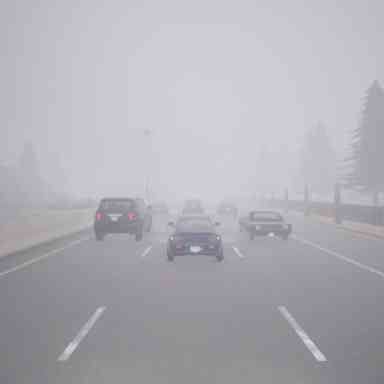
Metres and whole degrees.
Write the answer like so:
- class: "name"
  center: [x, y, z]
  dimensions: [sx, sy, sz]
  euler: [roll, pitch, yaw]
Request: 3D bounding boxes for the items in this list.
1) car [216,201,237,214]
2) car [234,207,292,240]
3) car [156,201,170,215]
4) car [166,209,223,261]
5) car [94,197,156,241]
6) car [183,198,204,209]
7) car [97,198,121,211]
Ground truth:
- class: "car"
  center: [3.604, 1.657, 34.811]
  dimensions: [1.994, 1.385, 4.181]
  euler: [0, 0, 0]
- class: "car"
  center: [3.602, 1.647, 17.310]
  dimensions: [1.895, 1.301, 4.718]
  euler: [0, 0, 0]
- class: "car"
  center: [-3.396, 1.657, 34.772]
  dimensions: [1.994, 1.385, 4.181]
  euler: [0, 0, 0]
- class: "car"
  center: [0.089, 1.559, 12.318]
  dimensions: [1.812, 1.442, 4.674]
  euler: [0, 0, 0]
- class: "car"
  center: [-3.398, 1.268, 17.241]
  dimensions: [2.150, 2.045, 5.566]
  euler: [0, 0, 0]
- class: "car"
  center: [0.104, 1.443, 34.124]
  dimensions: [2.097, 1.767, 4.553]
  euler: [0, 0, 0]
- class: "car"
  center: [-10.578, 1.593, 42.788]
  dimensions: [1.882, 1.535, 5.008]
  euler: [0, 0, 0]
